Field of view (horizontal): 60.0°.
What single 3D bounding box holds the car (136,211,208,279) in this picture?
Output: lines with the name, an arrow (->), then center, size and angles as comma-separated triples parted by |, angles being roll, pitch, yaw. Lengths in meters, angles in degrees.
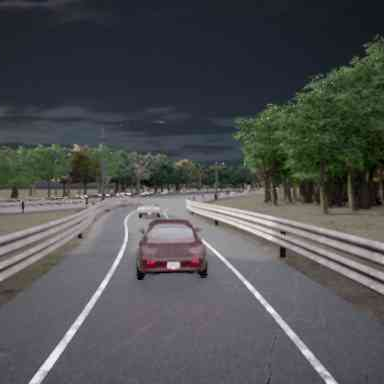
car -> -0.649, 1.537, 10.021 | 1.812, 1.442, 4.674 | 0, 0, -5

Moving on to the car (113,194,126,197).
car -> -13.853, 1.142, 64.085 | 1.812, 1.442, 4.674 | 0, 2, 30

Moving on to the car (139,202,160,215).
car -> -3.978, 1.597, 31.078 | 1.895, 1.301, 4.718 | 0, 0, -8
